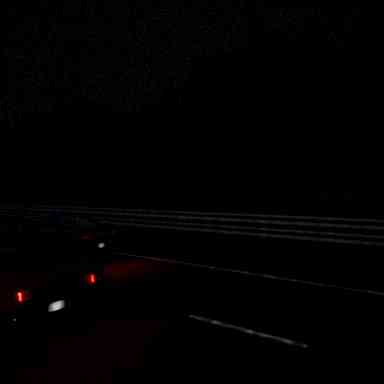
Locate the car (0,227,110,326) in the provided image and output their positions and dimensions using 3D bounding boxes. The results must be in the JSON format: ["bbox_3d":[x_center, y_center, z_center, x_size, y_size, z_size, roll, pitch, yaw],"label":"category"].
[{"bbox_3d":[-4.049,1.609,6.838,4.718,1.301,1.895,0,0,36],"label":"car"}]

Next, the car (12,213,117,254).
[{"bbox_3d":[-4.798,1.489,11.695,5.008,1.535,1.882,0,0,36],"label":"car"}]
